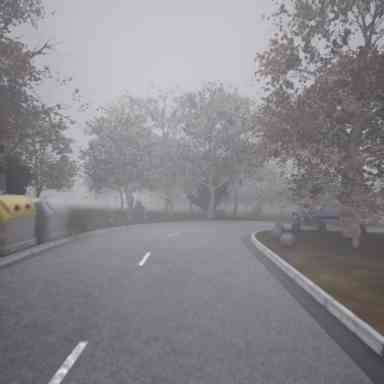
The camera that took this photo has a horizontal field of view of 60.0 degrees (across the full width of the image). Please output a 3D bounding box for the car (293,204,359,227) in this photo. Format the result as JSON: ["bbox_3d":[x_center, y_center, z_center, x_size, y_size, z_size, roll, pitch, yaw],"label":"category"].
[{"bbox_3d":[12.108,2.126,30.061,5.566,2.045,2.150,3,-1,-3],"label":"car"}]
